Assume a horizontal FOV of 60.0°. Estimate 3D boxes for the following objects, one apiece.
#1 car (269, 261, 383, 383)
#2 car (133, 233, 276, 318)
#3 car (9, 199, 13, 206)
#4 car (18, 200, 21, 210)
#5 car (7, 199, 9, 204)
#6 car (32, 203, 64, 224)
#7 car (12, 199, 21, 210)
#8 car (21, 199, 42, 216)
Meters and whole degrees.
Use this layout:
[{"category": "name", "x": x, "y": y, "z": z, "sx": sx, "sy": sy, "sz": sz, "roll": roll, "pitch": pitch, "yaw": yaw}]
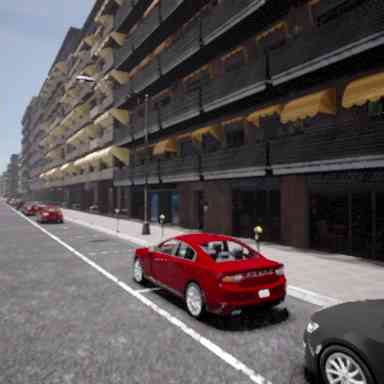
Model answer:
[{"category": "car", "x": 2.985, "y": 1.586, "z": 2.776, "sx": 2.008, "sy": 1.369, "sz": 4.403, "roll": 1, "pitch": -1, "yaw": -31}, {"category": "car", "x": 0.090, "y": 1.614, "z": 7.606, "sx": 1.887, "sy": 1.381, "sz": 4.507, "roll": 1, "pitch": -1, "yaw": -31}, {"category": "car", "x": -31.757, "y": 1.965, "z": 60.720, "sx": 1.967, "sy": 1.590, "sz": 4.097, "roll": 0, "pitch": -1, "yaw": -31}, {"category": "car", "x": -20.177, "y": 1.932, "z": 41.404, "sx": 1.802, "sy": 1.307, "sz": 4.206, "roll": 0, "pitch": -1, "yaw": -31}, {"category": "car", "x": -37.635, "y": 2.146, "z": 70.522, "sx": 1.752, "sy": 1.417, "sz": 4.829, "roll": 0, "pitch": -1, "yaw": -31}, {"category": "car", "x": -11.490, "y": 1.805, "z": 26.917, "sx": 1.802, "sy": 1.307, "sz": 4.206, "roll": 0, "pitch": -1, "yaw": -31}, {"category": "car", "x": -25.968, "y": 2.002, "z": 51.062, "sx": 1.947, "sy": 1.339, "sz": 4.313, "roll": 0, "pitch": -1, "yaw": -31}, {"category": "car", "x": -17.281, "y": 1.748, "z": 36.577, "sx": 1.967, "sy": 1.590, "sz": 4.097, "roll": 0, "pitch": -1, "yaw": -31}]
